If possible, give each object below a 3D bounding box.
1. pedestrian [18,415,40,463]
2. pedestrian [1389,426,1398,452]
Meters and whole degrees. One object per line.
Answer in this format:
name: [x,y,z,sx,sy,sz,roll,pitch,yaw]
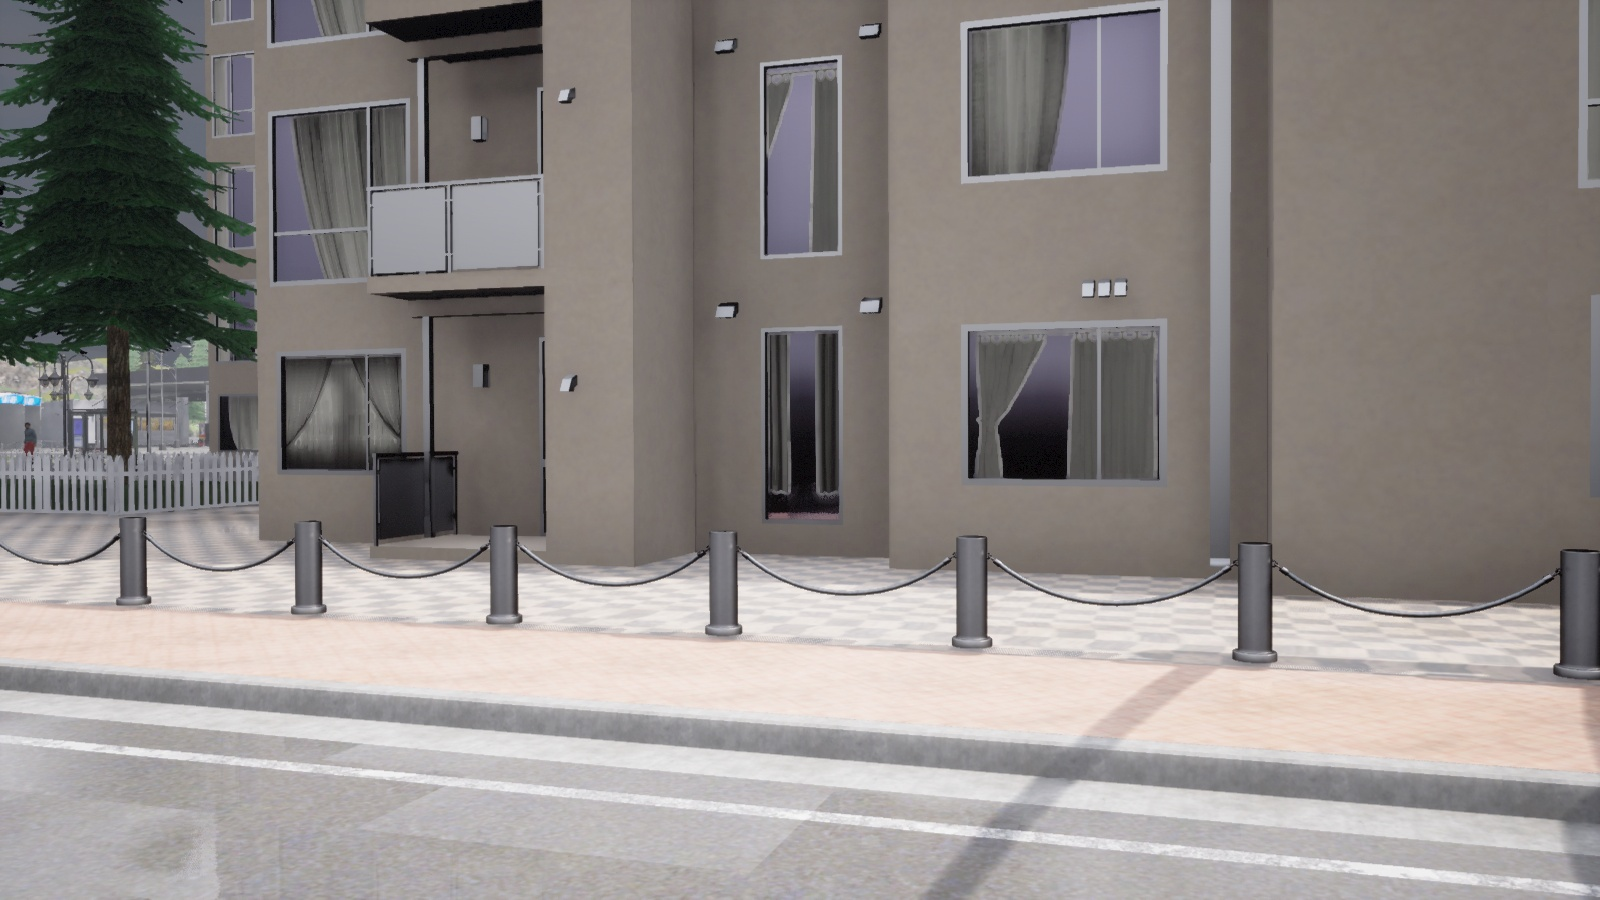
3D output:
pedestrian: [-30.484,-0.437,49.652,0.353,1.847,0.614,1,1,23]
pedestrian: [40.794,-0.756,86.276,0.431,1.840,0.703,0,1,17]
